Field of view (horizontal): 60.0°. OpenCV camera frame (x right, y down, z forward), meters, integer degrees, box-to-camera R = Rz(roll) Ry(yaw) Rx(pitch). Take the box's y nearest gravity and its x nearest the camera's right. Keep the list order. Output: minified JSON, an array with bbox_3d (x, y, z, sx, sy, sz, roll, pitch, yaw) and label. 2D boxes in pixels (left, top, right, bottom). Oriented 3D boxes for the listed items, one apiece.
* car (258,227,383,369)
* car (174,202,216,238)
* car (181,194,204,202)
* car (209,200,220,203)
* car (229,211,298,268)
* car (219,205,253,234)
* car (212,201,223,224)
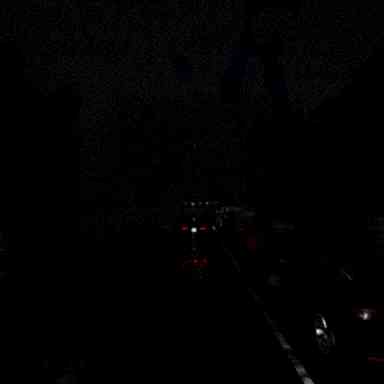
[{"bbox_3d":[2.624,1.568,5.775,1.947,1.339,4.313,-1,0,0],"label":"car"},{"bbox_3d":[0.095,1.517,17.796,1.837,1.490,4.892,0,0,0],"label":"car"},{"bbox_3d":[0.089,1.259,34.398,2.150,2.045,5.566,0,0,0],"label":"car"},{"bbox_3d":[2.613,1.589,38.214,1.887,1.381,4.507,-1,0,0],"label":"car"},{"bbox_3d":[2.622,1.557,11.181,2.008,1.369,4.403,-1,0,0],"label":"car"},{"bbox_3d":[2.620,1.556,16.588,1.887,1.381,4.507,-1,0,0],"label":"car"},{"bbox_3d":[2.618,1.569,21.994,2.008,1.369,4.403,-1,0,0],"label":"car"}]
